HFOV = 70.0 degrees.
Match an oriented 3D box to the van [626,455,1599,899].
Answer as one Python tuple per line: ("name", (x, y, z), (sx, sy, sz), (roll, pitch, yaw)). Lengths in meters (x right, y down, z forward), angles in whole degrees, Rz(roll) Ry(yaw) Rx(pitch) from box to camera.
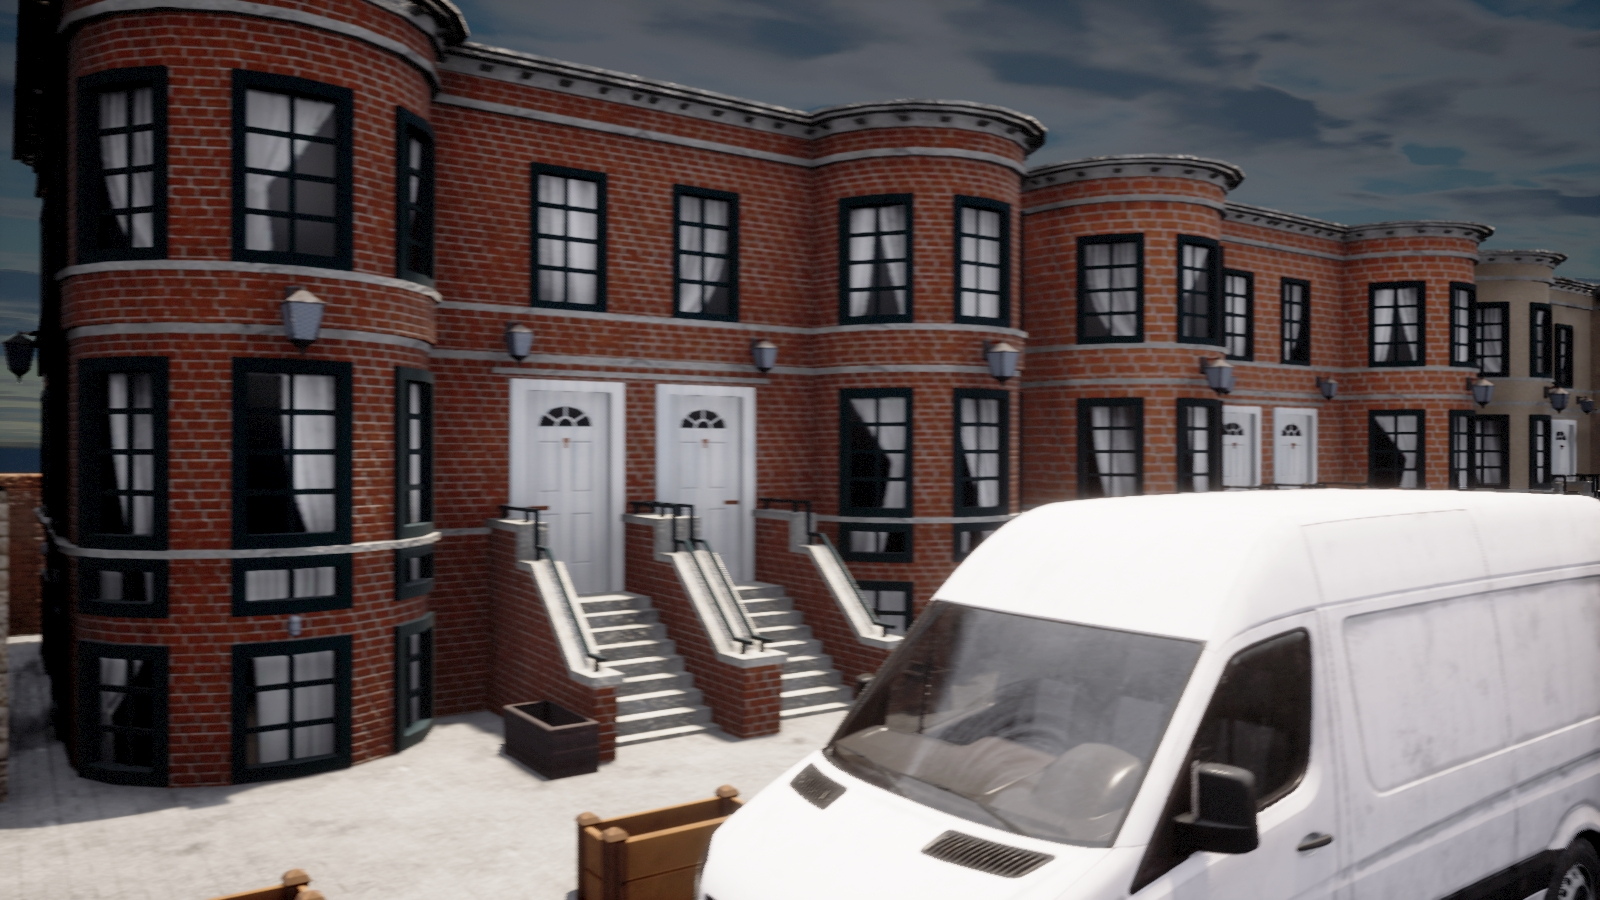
("van", (2.220, 1.317, 5.958), (5.915, 2.561, 1.988), (0, 0, -35))
